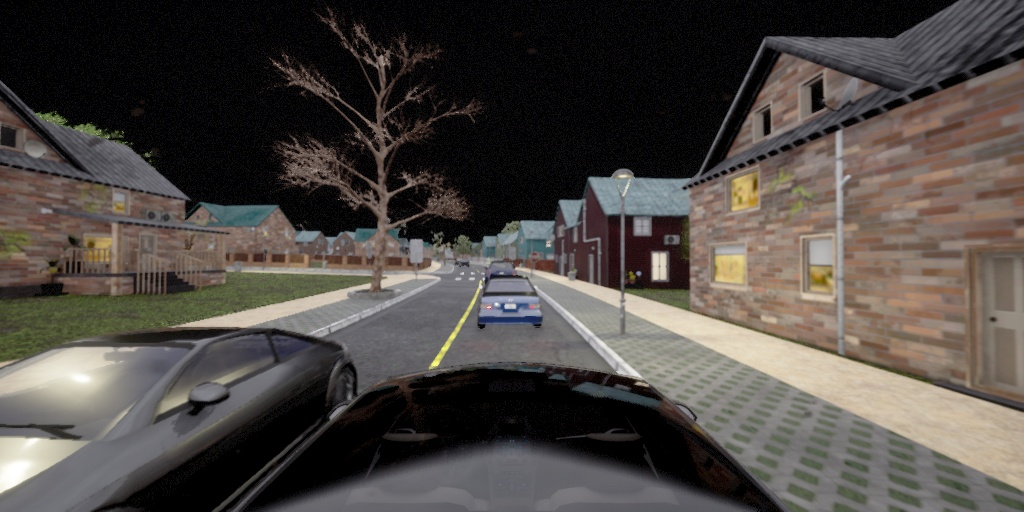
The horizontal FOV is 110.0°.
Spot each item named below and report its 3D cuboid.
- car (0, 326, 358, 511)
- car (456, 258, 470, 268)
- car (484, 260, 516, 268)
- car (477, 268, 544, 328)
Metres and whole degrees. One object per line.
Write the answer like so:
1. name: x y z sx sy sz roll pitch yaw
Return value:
1. car: -2.894 1.313 2.787 1.994 1.385 4.181 0 0 -1
2. car: -8.209 1.258 61.989 2.033 1.411 5.357 0 0 -9
3. car: -0.784 1.091 24.249 2.097 1.767 4.553 0 0 -4
4. car: -0.107 1.293 11.393 2.033 1.411 5.357 0 0 -2
